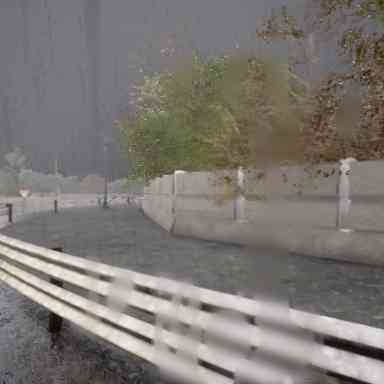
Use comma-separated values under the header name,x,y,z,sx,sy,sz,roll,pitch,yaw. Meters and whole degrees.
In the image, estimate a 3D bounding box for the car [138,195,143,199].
name,x,y,z,sx,sy,sz,roll,pitch,yaw
car,-13.998,1.463,93.868,1.895,1.301,4.718,0,0,4
